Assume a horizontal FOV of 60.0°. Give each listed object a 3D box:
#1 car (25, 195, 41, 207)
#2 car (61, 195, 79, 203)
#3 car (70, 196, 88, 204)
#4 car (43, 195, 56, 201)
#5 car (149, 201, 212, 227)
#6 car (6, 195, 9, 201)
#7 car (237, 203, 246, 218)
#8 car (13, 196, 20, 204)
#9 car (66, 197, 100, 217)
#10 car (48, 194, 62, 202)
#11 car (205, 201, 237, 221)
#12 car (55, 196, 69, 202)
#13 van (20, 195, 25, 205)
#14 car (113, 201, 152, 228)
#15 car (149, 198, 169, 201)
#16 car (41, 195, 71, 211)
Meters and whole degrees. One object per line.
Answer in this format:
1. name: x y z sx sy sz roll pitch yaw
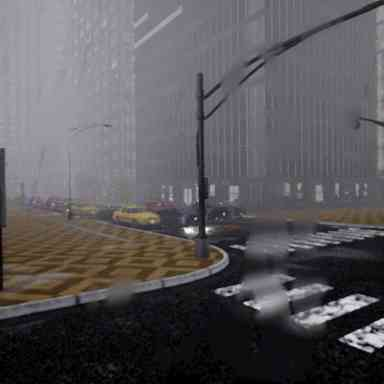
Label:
1. car: -23.369 1.414 50.204 1.967 1.590 4.097 -1 1 -36
2. car: -23.466 1.391 63.828 2.008 1.369 4.403 -1 1 -36
3. car: -20.220 1.395 59.318 1.887 1.381 4.507 -1 1 -36
4. car: -33.306 1.337 77.495 1.752 1.417 4.829 -1 1 -36
5. car: -0.907 1.558 23.220 1.994 1.385 4.181 -1 1 -36
6. car: -46.094 1.453 81.774 1.887 1.381 4.507 -1 1 -36
7. car: 2.612 1.461 27.824 2.008 1.369 4.403 -1 1 -36
8. car: -33.108 1.497 63.734 2.008 1.369 4.403 -1 1 -36
9. car: -10.331 1.537 31.993 1.752 1.417 4.829 -1 1 -36
10. car: -29.960 1.262 72.847 1.967 1.590 4.097 -1 1 -36
11. car: 0.852 1.427 25.846 1.882 1.535 5.008 -1 1 -36
12. car: -26.713 1.413 68.338 1.802 1.307 4.206 -1 1 -36
13. van: -26.617 1.306 54.713 1.690 1.788 3.998 -1 1 -36
14. car: -3.894 1.555 22.931 1.752 1.417 4.829 -1 1 -36
15. car: -3.941 1.334 36.803 1.967 1.590 4.097 -1 1 -36
16. car: -16.876 1.432 41.184 1.967 1.590 4.097 -1 1 -36
